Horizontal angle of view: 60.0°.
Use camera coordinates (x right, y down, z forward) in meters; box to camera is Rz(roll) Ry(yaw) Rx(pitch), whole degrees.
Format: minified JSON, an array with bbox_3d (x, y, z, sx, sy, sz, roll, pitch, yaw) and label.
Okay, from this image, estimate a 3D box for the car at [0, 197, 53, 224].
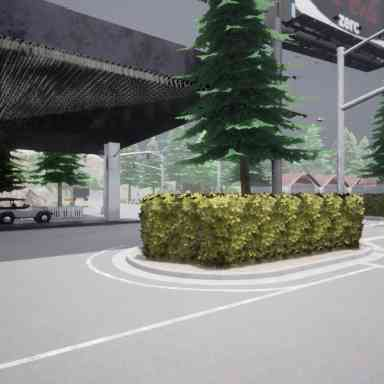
[{"bbox_3d":[-11.996,1.313,23.467,3.866,1.878,1.905,0,0,-36],"label":"car"}]
